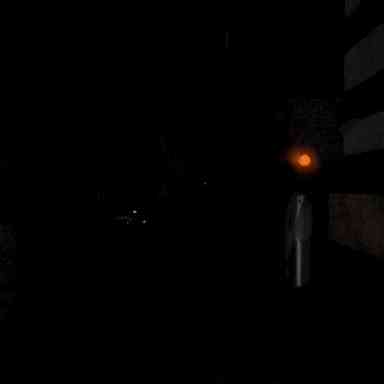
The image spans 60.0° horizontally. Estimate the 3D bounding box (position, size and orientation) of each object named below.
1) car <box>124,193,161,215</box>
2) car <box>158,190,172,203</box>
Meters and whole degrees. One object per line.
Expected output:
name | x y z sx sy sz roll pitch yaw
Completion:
car | -4.281 1.092 28.223 2.033 1.411 5.357 0 1 3
car | -4.139 0.715 47.358 1.882 1.535 5.008 0 1 0
